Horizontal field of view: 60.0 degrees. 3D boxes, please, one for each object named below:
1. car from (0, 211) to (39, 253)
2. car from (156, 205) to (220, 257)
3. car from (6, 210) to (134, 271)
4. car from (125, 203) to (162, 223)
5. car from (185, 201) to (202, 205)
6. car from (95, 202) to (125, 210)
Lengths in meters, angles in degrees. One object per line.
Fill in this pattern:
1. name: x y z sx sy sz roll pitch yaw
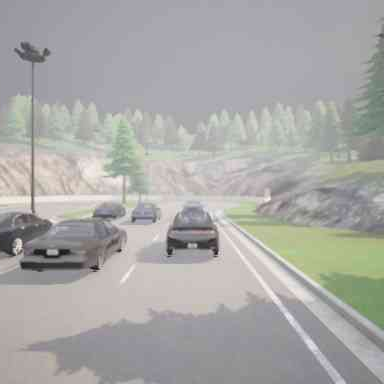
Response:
1. car: -6.956 1.505 12.970 1.837 1.490 4.892 0 0 1
2. car: 0.044 1.491 12.952 2.128 1.511 4.902 0 0 1
3. car: -3.478 1.547 10.813 2.033 1.411 5.357 0 0 0
4. car: -3.455 1.545 25.790 2.033 1.411 5.357 0 0 1
5. car: 0.114 1.522 28.601 1.812 1.442 4.674 0 0 1
6. car: -6.894 1.562 28.307 1.994 1.385 4.181 0 0 1
